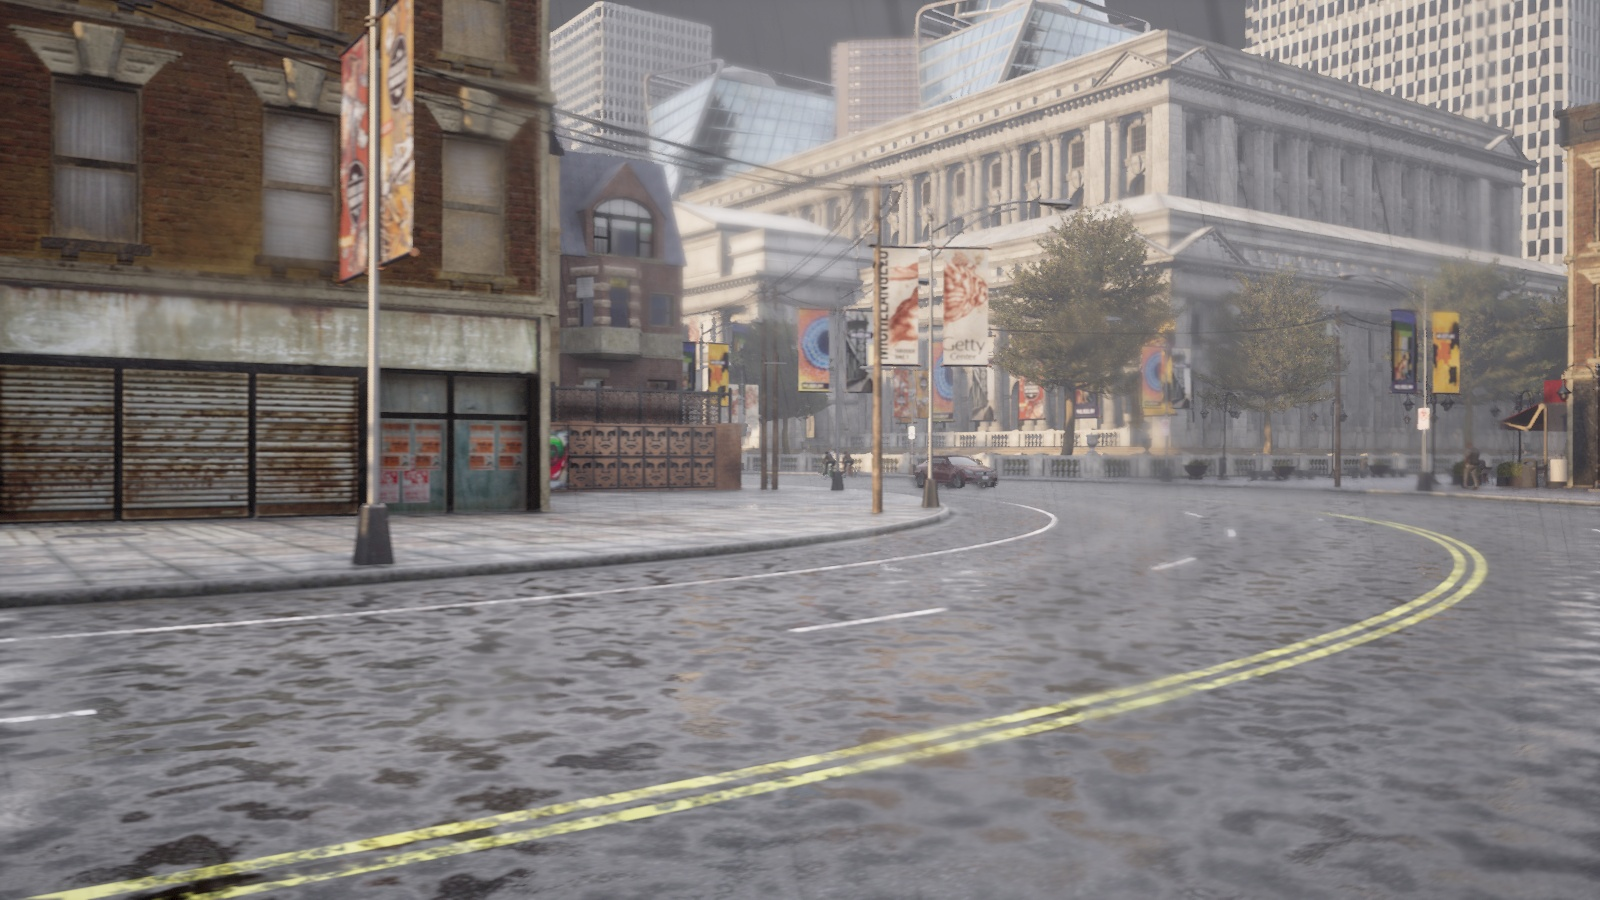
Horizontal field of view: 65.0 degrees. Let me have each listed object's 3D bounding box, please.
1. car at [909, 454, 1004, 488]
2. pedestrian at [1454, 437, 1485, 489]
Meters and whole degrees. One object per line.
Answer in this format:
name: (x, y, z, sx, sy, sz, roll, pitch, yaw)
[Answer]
car: (6.834, 0.903, 55.409, 1.812, 1.442, 4.674, 0, 0, -27)
pedestrian: (24.696, 0.469, 46.302, 0.563, 1.883, 0.849, 0, 0, -18)
